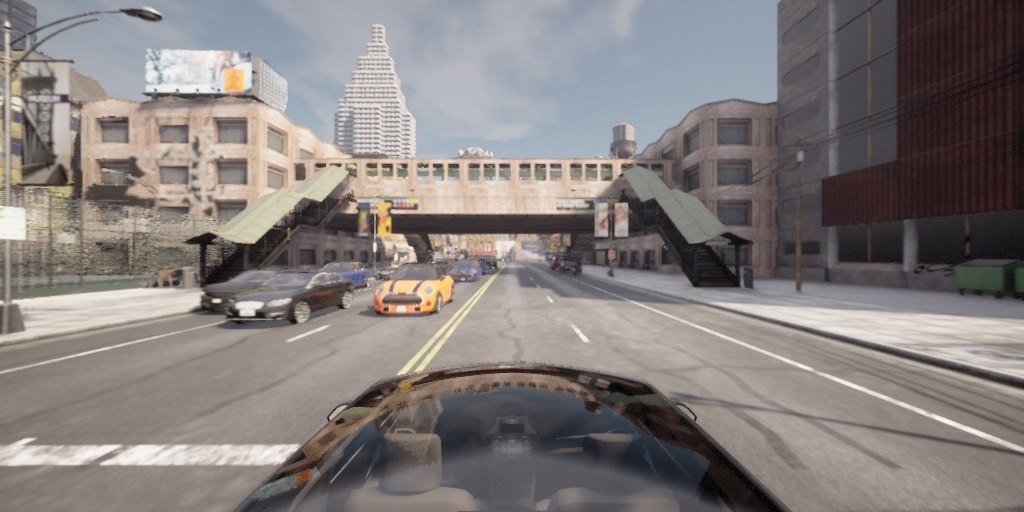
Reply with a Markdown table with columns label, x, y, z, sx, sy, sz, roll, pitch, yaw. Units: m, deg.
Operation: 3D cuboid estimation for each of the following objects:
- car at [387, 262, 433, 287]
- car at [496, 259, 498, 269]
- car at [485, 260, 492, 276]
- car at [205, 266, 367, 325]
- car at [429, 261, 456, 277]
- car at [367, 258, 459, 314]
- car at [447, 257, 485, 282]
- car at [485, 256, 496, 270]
| label | x | y | z | sx | sy | sz | roll | pitch | yaw |
| --- | --- | --- | --- | --- | --- | --- | --- | --- | --- |
| car | -7.083 | 1.253 | 25.457 | 1.837 | 1.490 | 4.892 | 0 | 0 | 0 |
| car | -3.375 | 0.968 | 55.401 | 2.150 | 2.045 | 5.566 | 0 | 0 | 0 |
| car | -3.467 | 1.350 | 37.819 | 1.895 | 1.301 | 4.718 | 0 | 0 | 0 |
| car | -6.996 | 1.241 | 11.933 | 2.128 | 1.511 | 4.902 | 0 | 0 | 0 |
| car | -6.974 | 1.274 | 36.215 | 1.812 | 1.442 | 4.674 | 0 | 0 | 0 |
| car | -3.498 | 1.101 | 13.599 | 2.097 | 1.767 | 4.553 | 0 | 0 | 0 |
| car | -3.573 | 1.100 | 28.520 | 2.097 | 1.767 | 4.553 | 0 | 0 | 0 |
| car | -3.407 | 0.880 | 44.225 | 1.882 | 1.535 | 5.008 | 0 | 0 | 1 |
